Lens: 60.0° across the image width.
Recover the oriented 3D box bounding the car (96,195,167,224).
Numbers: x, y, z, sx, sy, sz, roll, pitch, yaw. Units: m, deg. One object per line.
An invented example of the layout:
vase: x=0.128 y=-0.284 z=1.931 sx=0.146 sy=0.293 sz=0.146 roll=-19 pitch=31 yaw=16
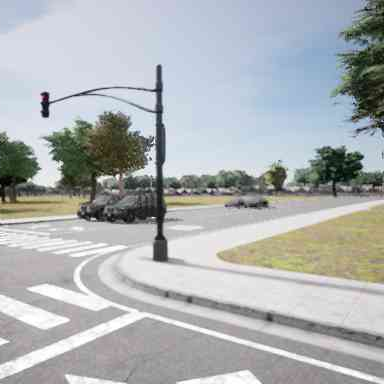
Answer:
car: x=-4.241 y=1.237 z=25.659 sx=2.150 sy=2.045 sz=5.566 roll=-1 pitch=0 yaw=35

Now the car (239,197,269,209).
car: x=8.563 y=1.424 z=43.973 sx=1.882 sy=1.535 sz=5.008 roll=-1 pitch=0 yaw=35

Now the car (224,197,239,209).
car: x=6.254 y=1.496 z=46.332 sx=1.812 sy=1.442 sz=4.674 roll=-1 pitch=0 yaw=35

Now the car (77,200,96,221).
car: x=-6.763 y=1.262 z=27.716 sx=2.150 sy=2.045 sz=5.566 roll=-1 pitch=0 yaw=35
